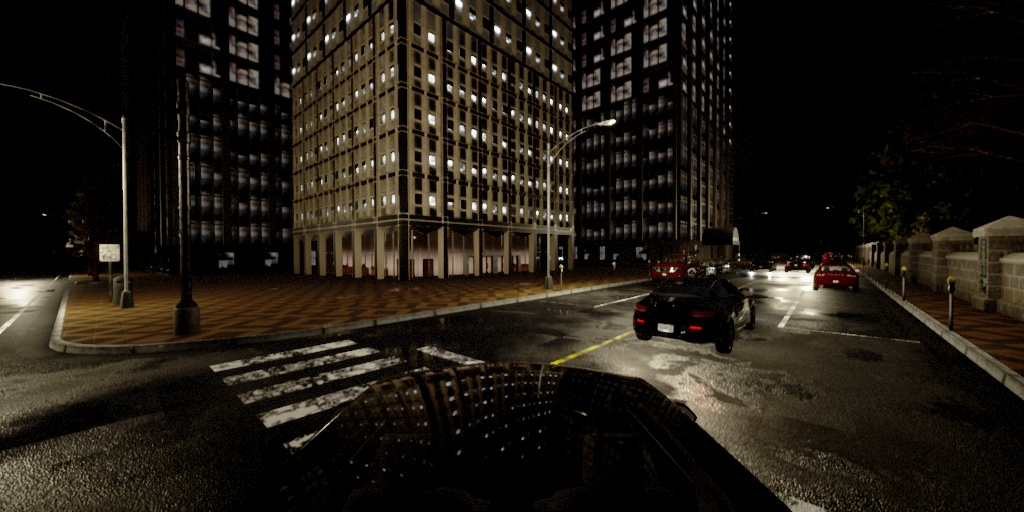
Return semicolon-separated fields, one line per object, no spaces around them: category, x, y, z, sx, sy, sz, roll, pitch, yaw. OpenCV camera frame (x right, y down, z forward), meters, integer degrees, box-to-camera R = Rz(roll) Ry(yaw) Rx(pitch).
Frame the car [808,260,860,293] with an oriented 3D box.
car;17.008;1.070;18.869;1.888;1.381;4.507;0;0;42

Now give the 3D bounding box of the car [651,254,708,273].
car;11.116;0.807;24.101;2.192;1.841;5.009;0;0;42

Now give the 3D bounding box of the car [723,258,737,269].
car;18.458;0.926;32.366;2.007;1.370;4.403;0;0;42

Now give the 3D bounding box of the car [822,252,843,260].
car;42.702;0.425;47.795;2.192;1.841;5.009;0;0;42

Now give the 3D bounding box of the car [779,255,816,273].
car;27.388;0.867;34.307;2.033;1.411;5.357;0;1;42

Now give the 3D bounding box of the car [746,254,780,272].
car;25.810;0.804;36.776;1.837;1.490;4.892;0;1;42

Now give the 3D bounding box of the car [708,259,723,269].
car;14.787;0.985;28.233;2.007;1.370;4.403;0;0;42

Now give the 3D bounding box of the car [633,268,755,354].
car;4.492;1.203;8.634;1.812;1.442;4.674;0;1;42

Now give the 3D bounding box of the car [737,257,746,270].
car;25.685;0.783;40.504;1.751;1.417;4.829;0;0;42
